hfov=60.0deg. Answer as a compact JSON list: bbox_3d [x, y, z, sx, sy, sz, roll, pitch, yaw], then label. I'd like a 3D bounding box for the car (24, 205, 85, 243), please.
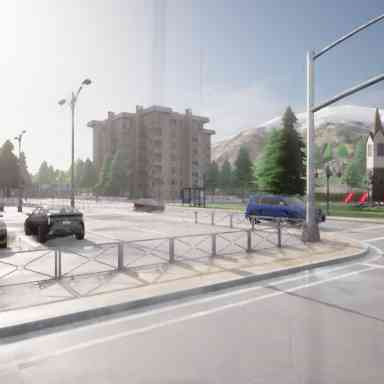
[{"bbox_3d":[-6.370,1.340,15.305,2.007,1.523,4.514,0,0,-36],"label":"car"}]

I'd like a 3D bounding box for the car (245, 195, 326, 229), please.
[{"bbox_3d":[6.049,1.221,22.224,2.150,2.045,5.566,0,0,-36],"label":"car"}]

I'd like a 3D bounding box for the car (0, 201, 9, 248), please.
[{"bbox_3d":[-8.883,1.331,13.426,2.152,1.636,5.027,0,0,-36],"label":"car"}]

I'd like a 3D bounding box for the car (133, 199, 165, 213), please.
[{"bbox_3d":[-4.832,1.477,37.016,1.882,1.535,5.008,0,0,-36],"label":"car"}]

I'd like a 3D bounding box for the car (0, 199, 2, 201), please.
[{"bbox_3d":[-21.613,1.374,36.410,1.845,1.501,3.633,0,0,-36],"label":"car"}]
